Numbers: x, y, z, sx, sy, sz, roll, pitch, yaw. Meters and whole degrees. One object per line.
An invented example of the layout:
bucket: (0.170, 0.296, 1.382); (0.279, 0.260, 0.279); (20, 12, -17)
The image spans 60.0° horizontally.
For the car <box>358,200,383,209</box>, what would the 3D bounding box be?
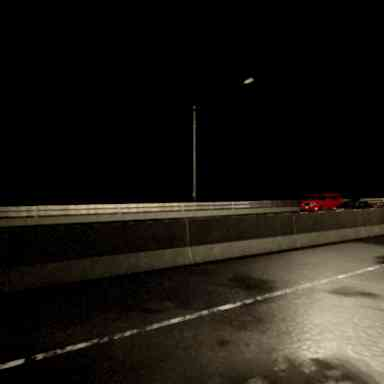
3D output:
car: (16.820, 1.608, 28.879); (4.718, 1.301, 1.895); (0, 0, -35)

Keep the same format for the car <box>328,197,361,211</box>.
car: (15.777, 1.512, 32.430); (4.892, 1.490, 1.837); (0, 0, -35)

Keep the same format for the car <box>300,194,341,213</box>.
car: (13.906, 1.228, 35.396); (5.566, 2.045, 2.150); (0, 0, -35)
